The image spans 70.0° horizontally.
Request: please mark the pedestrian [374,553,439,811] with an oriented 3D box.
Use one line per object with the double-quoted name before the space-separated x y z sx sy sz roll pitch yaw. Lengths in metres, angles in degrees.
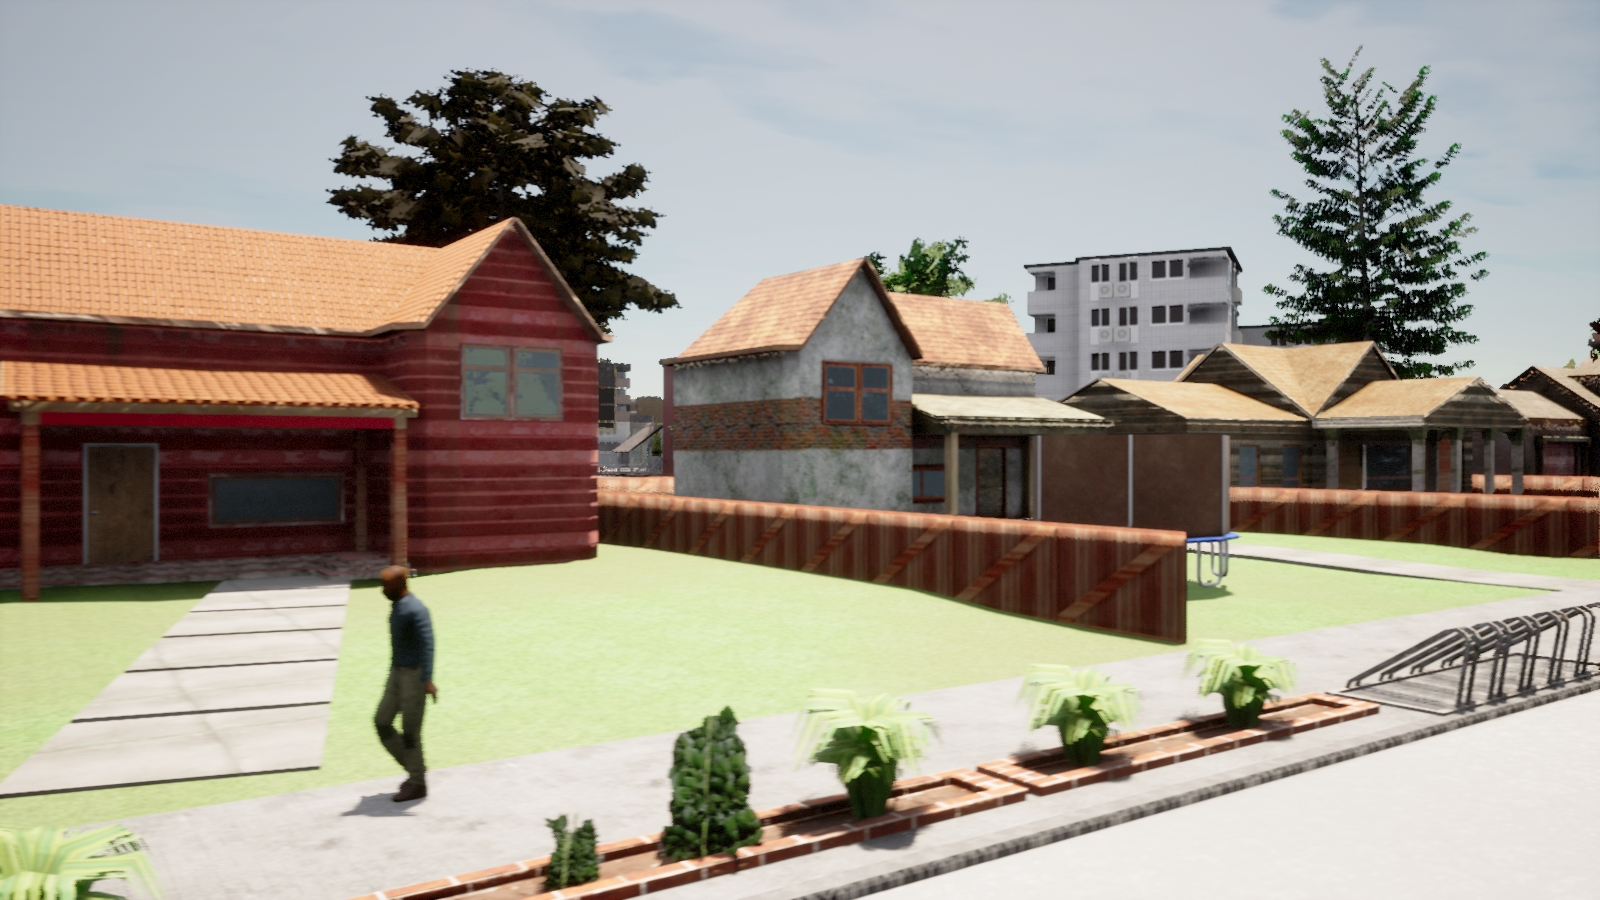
"pedestrian" -3.001 1.742 8.715 0.375 1.860 0.375 0 0 -36
